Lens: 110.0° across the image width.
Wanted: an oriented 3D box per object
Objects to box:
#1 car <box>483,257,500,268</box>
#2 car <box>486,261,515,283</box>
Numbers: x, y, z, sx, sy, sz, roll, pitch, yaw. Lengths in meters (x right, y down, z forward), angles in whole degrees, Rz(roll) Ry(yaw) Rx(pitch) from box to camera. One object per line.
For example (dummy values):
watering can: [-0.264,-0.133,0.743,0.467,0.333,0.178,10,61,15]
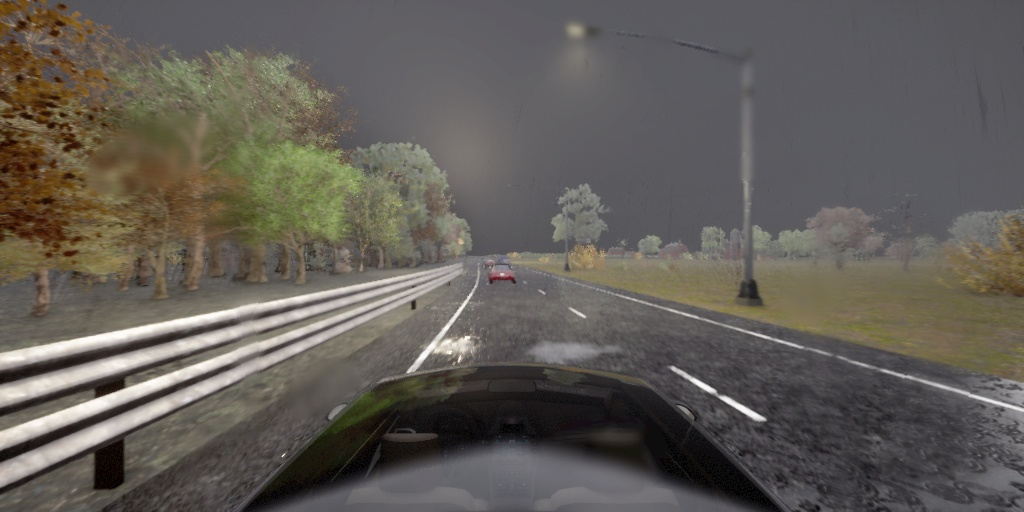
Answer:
car: [-3.432,1.235,58.071,1.812,1.442,4.674,0,0,-5]
car: [-0.829,1.296,27.832,1.994,1.385,4.181,0,0,-4]
